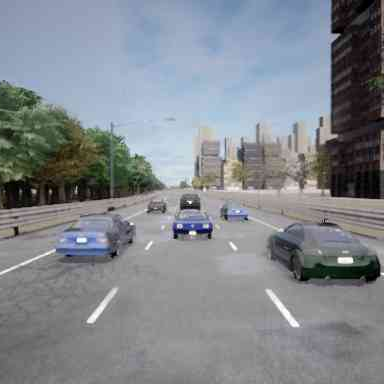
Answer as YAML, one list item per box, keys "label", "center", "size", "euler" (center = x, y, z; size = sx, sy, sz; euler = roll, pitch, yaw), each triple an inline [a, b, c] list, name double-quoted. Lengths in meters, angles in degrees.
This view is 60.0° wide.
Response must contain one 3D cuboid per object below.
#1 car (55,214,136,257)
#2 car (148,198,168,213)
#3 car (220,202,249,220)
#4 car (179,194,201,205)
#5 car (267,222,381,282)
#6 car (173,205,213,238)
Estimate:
- label: "car"
  center: [-3.447, 1.544, 12.867]
  size: [2.033, 1.411, 5.357]
  euler: [0, 0, 0]
- label: "car"
  center: [-3.719, 1.443, 36.329]
  size: [2.128, 1.511, 4.902]
  euler: [0, 0, -1]
- label: "car"
  center: [3.413, 1.521, 27.561]
  size: [2.033, 1.411, 5.357]
  euler: [0, 0, -1]
- label: "car"
  center: [-0.210, 1.173, 35.917]
  size: [2.150, 2.045, 5.566]
  euler: [0, 0, -1]
- label: "car"
  center: [3.567, 1.560, 9.758]
  size: [1.994, 1.385, 4.181]
  euler: [0, 0, 0]
- label: "car"
  center: [0.013, 1.592, 17.478]
  size: [1.895, 1.301, 4.718]
  euler: [0, 0, -1]
